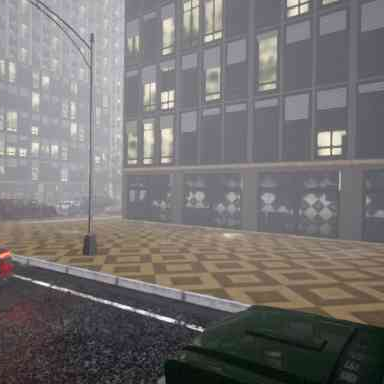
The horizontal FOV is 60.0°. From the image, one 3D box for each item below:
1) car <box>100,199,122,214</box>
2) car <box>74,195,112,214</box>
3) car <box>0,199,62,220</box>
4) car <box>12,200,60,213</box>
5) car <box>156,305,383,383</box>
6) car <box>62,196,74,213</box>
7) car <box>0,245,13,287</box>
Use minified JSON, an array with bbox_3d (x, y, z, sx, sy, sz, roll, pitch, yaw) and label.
[{"bbox_3d":[-8.053,1.829,39.169,1.752,1.417,4.829,1,0,36],"label":"car"},{"bbox_3d":[-10.714,1.474,39.901,2.150,2.045,5.566,1,0,36],"label":"car"},{"bbox_3d":[-14.831,1.518,29.944,2.192,1.841,5.009,1,0,36],"label":"car"},{"bbox_3d":[-18.348,1.641,39.311,1.752,1.417,4.829,1,0,36],"label":"car"},{"bbox_3d":[2.016,1.601,2.248,4.718,1.301,1.895,0,0,35],"label":"car"},{"bbox_3d":[-13.782,1.416,41.130,2.150,2.045,5.566,1,0,36],"label":"car"},{"bbox_3d":[-6.093,1.521,7.998,4.674,1.442,1.812,0,0,35],"label":"car"}]
